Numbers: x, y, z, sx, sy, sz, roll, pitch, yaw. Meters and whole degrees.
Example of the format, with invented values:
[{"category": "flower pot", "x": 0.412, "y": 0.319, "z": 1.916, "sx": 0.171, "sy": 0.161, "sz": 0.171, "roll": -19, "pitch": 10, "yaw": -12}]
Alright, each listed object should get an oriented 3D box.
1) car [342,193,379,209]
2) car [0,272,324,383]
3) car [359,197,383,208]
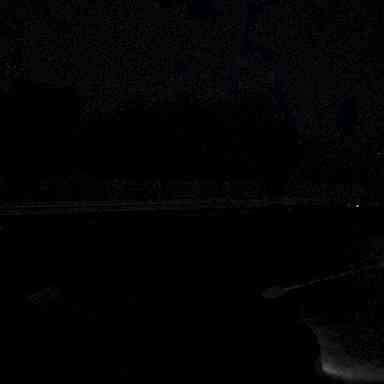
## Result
[{"category": "car", "x": 20.206, "y": 1.143, "z": 39.526, "sx": 5.566, "sy": 2.045, "sz": 2.150, "roll": 0, "pitch": 0, "yaw": -34}, {"category": "car", "x": -0.589, "y": 1.549, "z": 3.279, "sx": 4.181, "sy": 1.385, "sz": 1.994, "roll": 0, "pitch": 0, "yaw": -36}, {"category": "car", "x": 20.020, "y": 1.489, "z": 35.163, "sx": 4.181, "sy": 1.385, "sz": 1.994, "roll": 0, "pitch": 0, "yaw": -34}]
